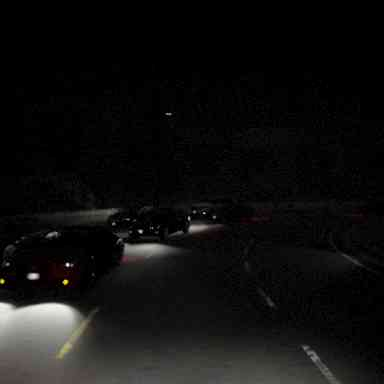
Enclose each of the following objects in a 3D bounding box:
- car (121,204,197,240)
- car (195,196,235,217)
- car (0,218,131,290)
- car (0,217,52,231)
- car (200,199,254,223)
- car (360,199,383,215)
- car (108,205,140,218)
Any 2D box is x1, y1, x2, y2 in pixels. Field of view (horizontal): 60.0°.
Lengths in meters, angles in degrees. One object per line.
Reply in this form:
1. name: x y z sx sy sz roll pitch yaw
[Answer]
1. car: -1.595 1.625 18.005 1.837 1.490 4.892 -1 0 20
2. car: 2.079 1.385 30.975 2.150 2.045 5.566 -1 0 43
3. car: -3.293 1.648 9.205 1.994 1.385 4.181 -1 0 4
4. car: -6.518 1.680 12.495 2.033 1.411 5.357 -1 0 8
5. car: 3.208 1.621 26.862 2.128 1.511 4.902 -1 0 39
6. car: 19.658 1.501 34.109 5.008 1.535 1.882 -1 0 -18
7. car: -3.639 1.655 22.184 2.128 1.511 4.902 -1 0 26
